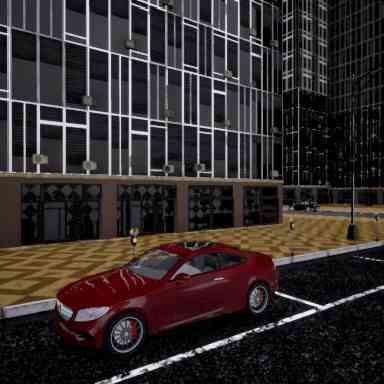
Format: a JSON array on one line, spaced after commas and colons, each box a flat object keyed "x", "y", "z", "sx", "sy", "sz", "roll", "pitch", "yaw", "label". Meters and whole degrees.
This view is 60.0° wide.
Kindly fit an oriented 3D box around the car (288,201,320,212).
[{"x": 15.182, "y": 1.899, "z": 45.290, "sx": 2.008, "sy": 1.369, "sz": 4.403, "roll": -1, "pitch": 0, "yaw": -36, "label": "car"}]

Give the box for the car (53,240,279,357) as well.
[{"x": -0.209, "y": 1.582, "z": 5.951, "sx": 4.206, "sy": 1.307, "sz": 1.802, "roll": 0, "pitch": 0, "yaw": -35, "label": "car"}]
